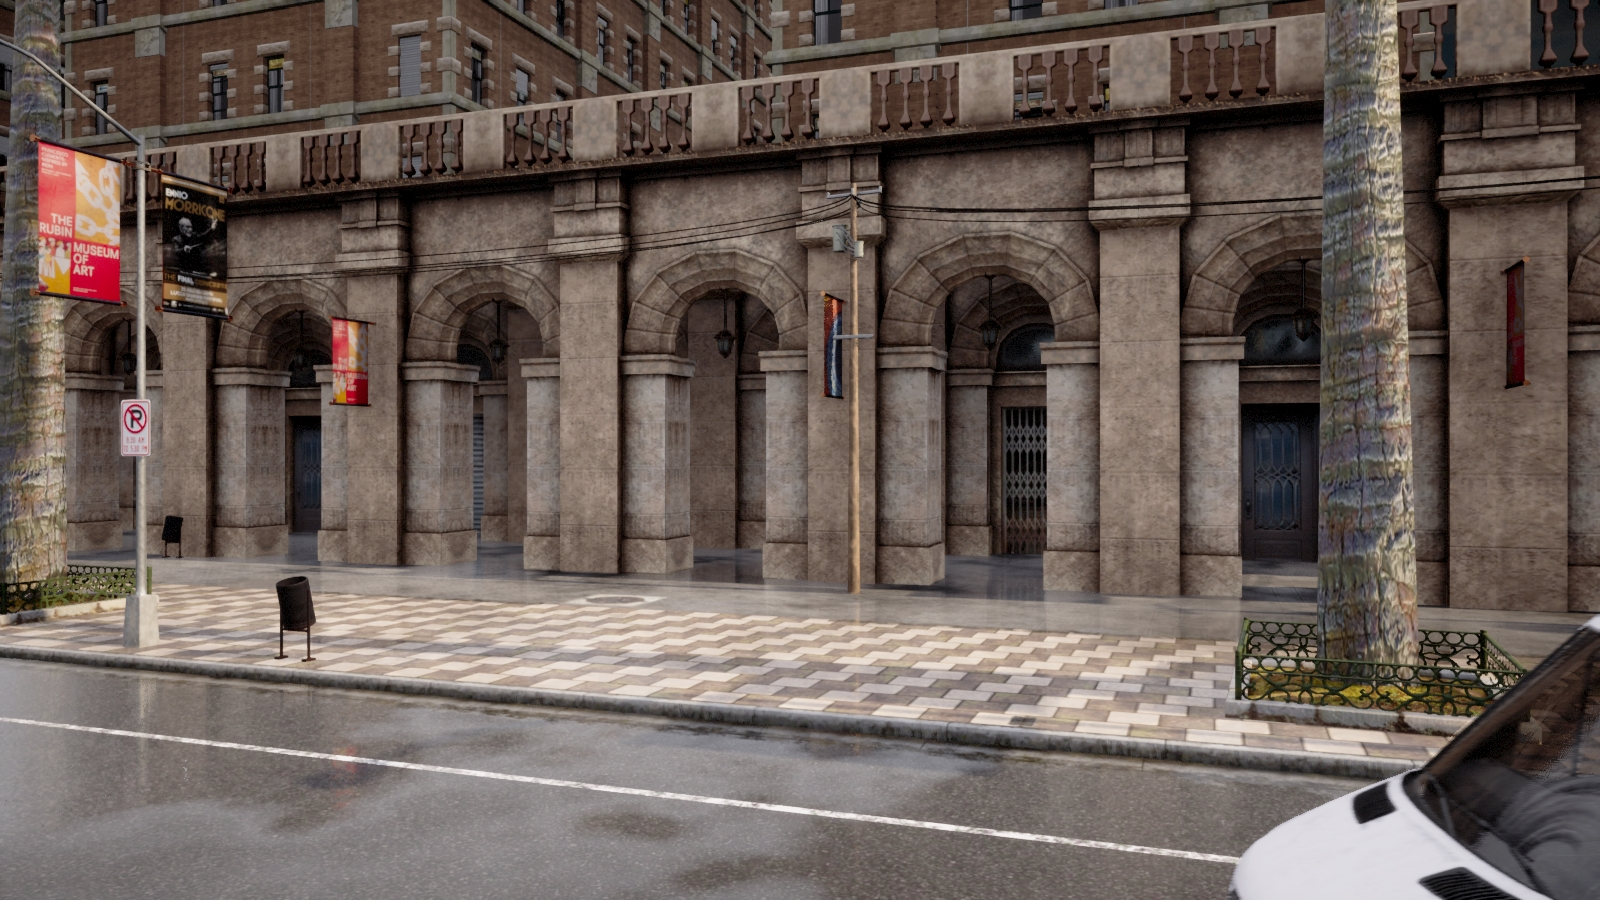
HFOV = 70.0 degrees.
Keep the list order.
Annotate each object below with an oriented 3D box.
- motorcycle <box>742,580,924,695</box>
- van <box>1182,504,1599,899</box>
[{"bbox_3d":[0.395,2.215,13.714,2.033,1.145,0.803,0,0,20],"label":"motorcycle"},{"bbox_3d":[4.575,1.534,3.964,5.915,2.561,1.988,0,0,9],"label":"van"}]
